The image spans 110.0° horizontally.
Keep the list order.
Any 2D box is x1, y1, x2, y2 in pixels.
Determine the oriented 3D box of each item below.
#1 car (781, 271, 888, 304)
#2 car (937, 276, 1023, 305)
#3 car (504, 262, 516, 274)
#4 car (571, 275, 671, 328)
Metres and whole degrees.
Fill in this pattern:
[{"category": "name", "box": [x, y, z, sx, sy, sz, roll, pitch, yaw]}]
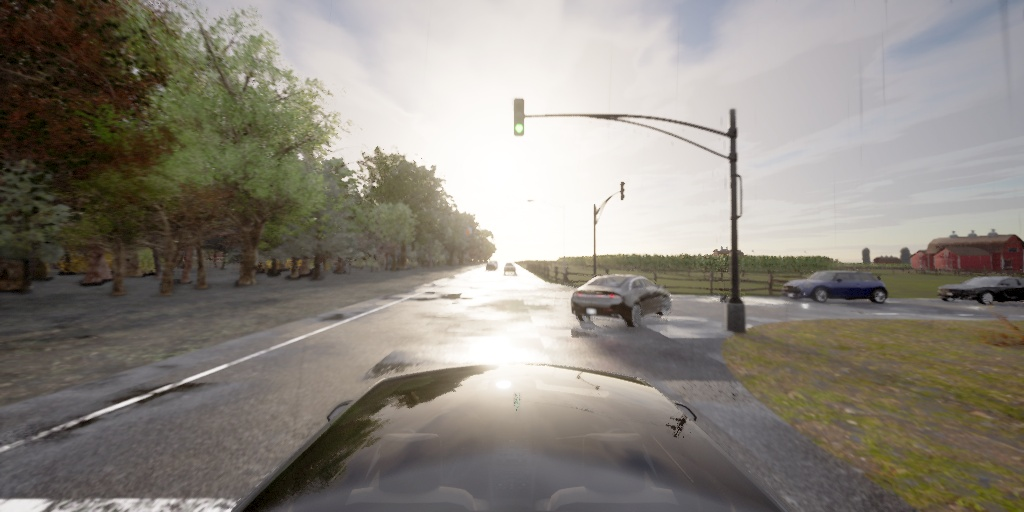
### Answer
[{"category": "car", "box": [17.580, 1.605, 19.742, 4.553, 1.767, 2.097, 1, -2, 1]}, {"category": "car", "box": [26.549, 1.855, 19.729, 5.008, 1.535, 1.882, 1, -2, 0]}, {"category": "car", "box": [-0.321, 1.866, 52.739, 2.033, 1.411, 5.357, 0, -1, 0]}, {"category": "car", "box": [3.780, 1.371, 12.008, 2.128, 1.511, 4.902, -2, -2, 39]}]
